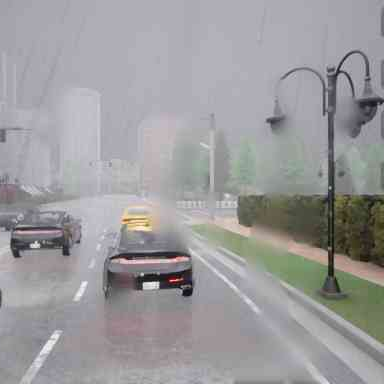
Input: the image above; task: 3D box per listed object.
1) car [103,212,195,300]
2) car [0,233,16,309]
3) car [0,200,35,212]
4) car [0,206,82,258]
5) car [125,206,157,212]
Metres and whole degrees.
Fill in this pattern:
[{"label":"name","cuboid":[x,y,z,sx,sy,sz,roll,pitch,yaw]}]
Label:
[{"label":"car","cuboid":[-1.125,1.492,8.451,2.128,1.511,4.902,0,0,-9]},{"label":"car","cuboid":[-3.972,1.526,3.761,1.812,1.442,4.674,0,0,-6]},{"label":"car","cuboid":[-10.553,1.404,19.905,2.097,1.767,4.553,0,0,-12]},{"label":"car","cuboid":[-5.450,1.491,12.904,2.128,1.511,4.902,0,0,-12]},{"label":"car","cuboid":[-2.817,1.478,17.794,1.882,1.535,5.008,0,0,-10]}]
